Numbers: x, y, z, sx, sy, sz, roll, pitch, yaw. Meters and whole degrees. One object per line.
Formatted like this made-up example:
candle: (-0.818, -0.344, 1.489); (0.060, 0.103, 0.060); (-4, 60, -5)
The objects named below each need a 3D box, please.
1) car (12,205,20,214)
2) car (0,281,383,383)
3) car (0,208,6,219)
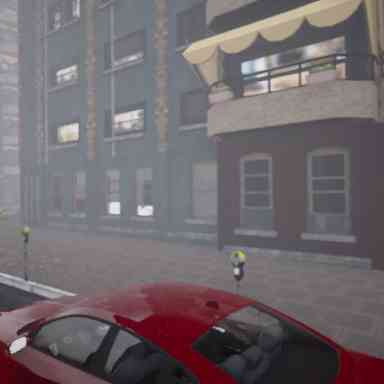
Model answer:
car: (-16.090, 1.518, 34.049); (1.802, 1.307, 4.206); (0, 0, 35)
car: (-0.452, 1.545, 3.055); (4.507, 1.381, 1.887); (0, -1, 36)
car: (-16.387, 1.400, 24.378); (1.882, 1.535, 5.008); (-2, -1, 33)
